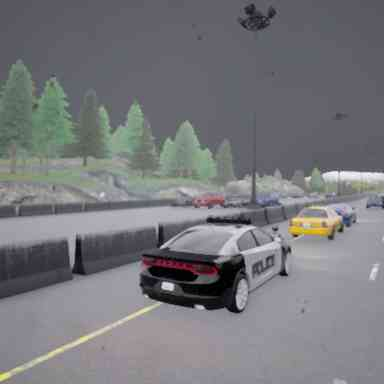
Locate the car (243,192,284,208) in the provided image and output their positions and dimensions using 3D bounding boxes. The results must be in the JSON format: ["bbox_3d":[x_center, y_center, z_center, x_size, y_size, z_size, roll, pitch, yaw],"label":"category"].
[{"bbox_3d":[8.179,0.982,37.518,2.150,2.045,5.566,0,0,32],"label":"car"}]

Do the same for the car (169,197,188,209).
[{"bbox_3d":[-0.768,1.341,43.009,2.033,1.411,5.357,0,0,32],"label":"car"}]

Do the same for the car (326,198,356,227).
[{"bbox_3d":[9.383,1.385,21.425,1.812,1.442,4.674,0,0,32],"label":"car"}]

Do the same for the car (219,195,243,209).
[{"bbox_3d":[5.372,1.333,39.622,1.994,1.385,4.181,0,0,32],"label":"car"}]

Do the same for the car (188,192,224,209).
[{"bbox_3d":[2.244,1.004,41.228,2.150,2.045,5.566,0,0,32],"label":"car"}]

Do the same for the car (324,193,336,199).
[{"bbox_3d":[29.893,0.929,72.074,1.895,1.301,4.718,0,0,32],"label":"car"}]

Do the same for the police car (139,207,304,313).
[{"bbox_3d":[0.952,1.409,7.936,1.930,1.638,5.238,0,0,32],"label":"police car"}]

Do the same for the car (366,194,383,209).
[{"bbox_3d":[21.441,1.198,38.702,2.033,1.411,5.357,0,0,32],"label":"car"}]

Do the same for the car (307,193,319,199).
[{"bbox_3d":[26.940,0.868,73.954,1.812,1.442,4.674,0,0,32],"label":"car"}]

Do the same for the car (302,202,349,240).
[{"bbox_3d":[6.300,1.367,16.492,1.801,1.575,5.366,0,0,32],"label":"car"}]

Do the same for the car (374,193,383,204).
[{"bbox_3d":[29.416,0.982,51.497,1.882,1.535,5.008,0,0,32],"label":"car"}]

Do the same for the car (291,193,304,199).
[{"bbox_3d":[23.957,0.950,75.784,1.895,1.301,4.718,0,0,32],"label":"car"}]

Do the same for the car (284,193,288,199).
[{"bbox_3d":[20.784,0.926,77.311,1.994,1.385,4.181,0,0,32],"label":"car"}]
